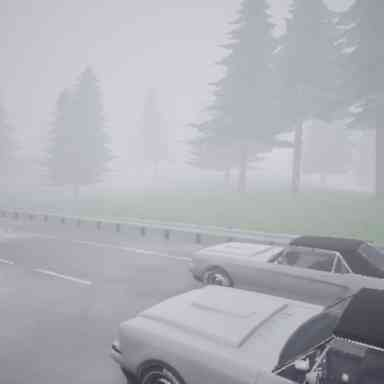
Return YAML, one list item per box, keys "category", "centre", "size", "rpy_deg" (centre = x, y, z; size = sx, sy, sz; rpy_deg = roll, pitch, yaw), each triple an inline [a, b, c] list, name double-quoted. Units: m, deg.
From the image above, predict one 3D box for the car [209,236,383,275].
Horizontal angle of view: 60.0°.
- category: "car"
  centre: [2.260, 1.543, 6.573]
  size: [4.718, 1.301, 1.895]
  rpy_deg: [2, 1, 35]

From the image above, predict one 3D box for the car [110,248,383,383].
- category: "car"
  centre: [1.500, 1.589, 2.860]
  size: [4.718, 1.301, 1.895]
  rpy_deg: [2, 1, 35]
